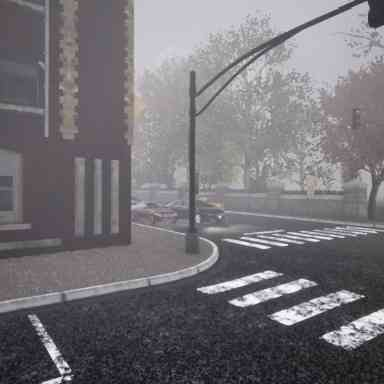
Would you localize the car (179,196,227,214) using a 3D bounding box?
[{"bbox_3d":[0.934,1.129,30.532,1.752,1.417,4.829,1,0,-36],"label":"car"}]

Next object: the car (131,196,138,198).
[{"bbox_3d":[-5.764,1.158,25.492,1.802,1.307,4.206,2,0,-36],"label":"car"}]

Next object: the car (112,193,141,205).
[{"bbox_3d":[-8.693,0.864,43.860,2.008,1.369,4.403,1,0,-36],"label":"car"}]

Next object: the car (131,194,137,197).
[{"bbox_3d":[-5.705,1.029,29.816,1.837,1.490,4.892,0,1,-36],"label":"car"}]

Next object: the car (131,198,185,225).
[{"bbox_3d":[-2.523,1.257,21.004,1.802,1.307,4.206,2,0,-36],"label":"car"}]

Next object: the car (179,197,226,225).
[{"bbox_3d":[0.145,1.207,21.668,1.837,1.490,4.892,0,1,-39],"label":"car"}]
